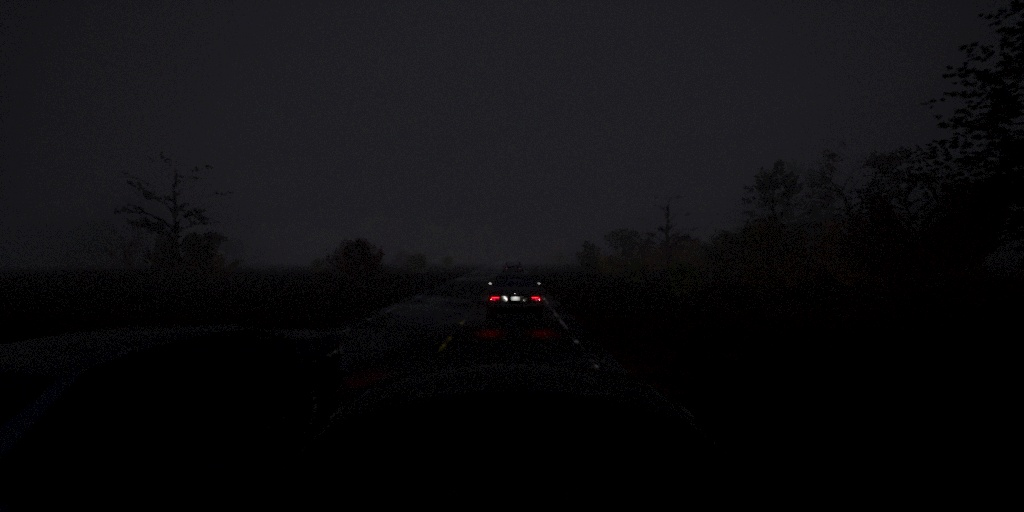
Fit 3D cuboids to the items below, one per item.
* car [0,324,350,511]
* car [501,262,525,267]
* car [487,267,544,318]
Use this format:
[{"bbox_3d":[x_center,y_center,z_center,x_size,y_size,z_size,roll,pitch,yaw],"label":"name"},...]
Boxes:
[{"bbox_3d":[-3.097,1.296,2.499,2.033,1.411,5.357,0,0,0],"label":"car"},{"bbox_3d":[0.100,1.240,31.635,2.128,1.511,4.902,0,0,0],"label":"car"},{"bbox_3d":[0.099,1.297,13.018,2.033,1.411,5.357,0,0,0],"label":"car"}]
